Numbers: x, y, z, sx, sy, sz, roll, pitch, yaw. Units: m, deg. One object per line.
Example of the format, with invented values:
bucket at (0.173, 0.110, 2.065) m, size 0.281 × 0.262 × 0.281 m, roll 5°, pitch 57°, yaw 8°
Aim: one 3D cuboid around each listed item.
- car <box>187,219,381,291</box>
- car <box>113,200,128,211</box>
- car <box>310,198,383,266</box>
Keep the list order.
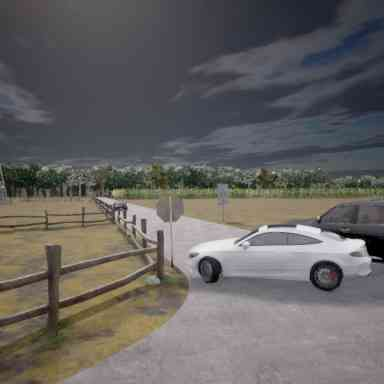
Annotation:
car at (2.168, 1.613, 8.940) m, size 4.674 × 1.442 × 1.812 m, roll -2°, pitch 0°, yaw 19°
car at (-10.749, 1.976, 49.474) m, size 2.033 × 1.411 × 5.357 m, roll -2°, pitch 0°, yaw -18°
car at (5.100, 1.223, 9.781) m, size 2.150 × 2.045 × 5.566 m, roll -2°, pitch 0°, yaw -39°
